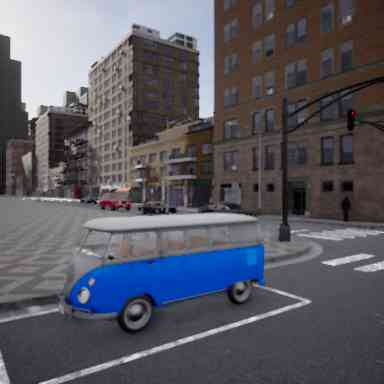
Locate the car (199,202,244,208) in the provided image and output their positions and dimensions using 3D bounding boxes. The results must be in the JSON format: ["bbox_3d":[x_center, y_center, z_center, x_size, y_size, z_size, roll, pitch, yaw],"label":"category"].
[{"bbox_3d":[2.406,1.439,22.952,1.882,1.535,5.008,0,0,-34],"label":"car"}]

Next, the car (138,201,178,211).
[{"bbox_3d":[-3.222,1.563,31.109,1.895,1.301,4.718,0,0,-35],"label":"car"}]

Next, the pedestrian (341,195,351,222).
[{"bbox_3d":[10.376,1.099,22.389,0.375,1.860,0.375,0,0,-35],"label":"pedestrian"}]

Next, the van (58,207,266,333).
[{"bbox_3d":[-0.363,1.340,6.507,3.998,1.788,1.690,0,0,-36],"label":"van"}]

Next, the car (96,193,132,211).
[{"bbox_3d":[-9.187,1.182,39.765,2.150,2.045,5.566,0,0,-35],"label":"car"}]

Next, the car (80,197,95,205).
[{"bbox_3d":[-18.093,1.519,58.100,1.895,1.301,4.718,0,0,-35],"label":"car"}]
